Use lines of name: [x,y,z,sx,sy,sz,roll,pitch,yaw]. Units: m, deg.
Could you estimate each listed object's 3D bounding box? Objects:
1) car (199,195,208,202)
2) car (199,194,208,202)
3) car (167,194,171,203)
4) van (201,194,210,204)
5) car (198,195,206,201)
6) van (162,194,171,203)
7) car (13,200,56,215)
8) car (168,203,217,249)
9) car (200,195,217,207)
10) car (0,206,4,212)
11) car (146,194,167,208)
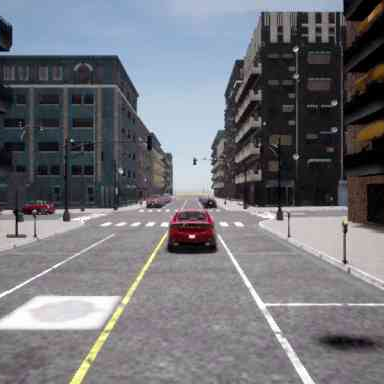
car: [2.567,1.408,75.492,1.967,1.590,4.097,0,0,0]
car: [2.567,1.562,58.836,1.802,1.307,4.206,0,0,0]
car: [-5.313,1.521,64.388,1.887,1.381,4.507,0,0,0]
van: [2.568,1.318,64.389,1.690,1.788,3.998,0,0,0]
car: [2.567,1.509,86.597,2.008,1.369,4.403,0,0,0]
van: [-5.313,1.313,69.940,1.690,1.788,3.998,0,0,0]
car: [-16.915,1.632,35.572,4.097,1.590,1.967,-1,1,0]
car: [0.000,1.484,14.650,1.882,1.535,5.008,0,0,0]
car: [2.567,1.553,47.733,1.947,1.339,4.313,0,0,0]
car: [-22.462,1.842,35.612,4.206,1.307,1.802,-1,1,0]
car: [-5.313,1.302,47.732,2.192,1.841,5.009,0,0,0]
